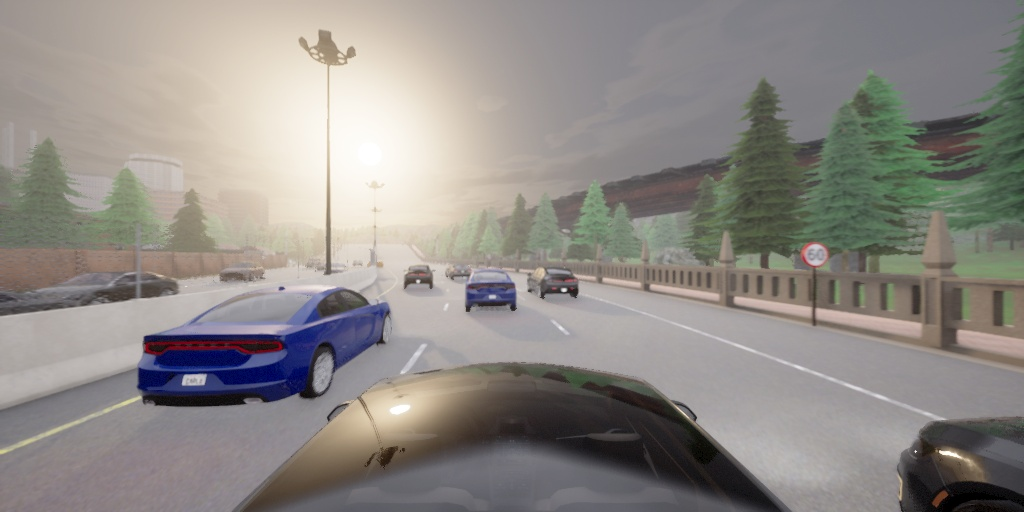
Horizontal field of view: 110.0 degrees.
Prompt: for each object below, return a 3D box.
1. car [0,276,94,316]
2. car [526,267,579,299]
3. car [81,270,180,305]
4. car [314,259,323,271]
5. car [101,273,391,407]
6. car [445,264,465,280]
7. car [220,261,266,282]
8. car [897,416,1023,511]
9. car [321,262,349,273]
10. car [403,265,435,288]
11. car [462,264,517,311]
[{"bbox_3d":[-10.866,1.289,5.991,2.128,1.511,4.902,0,0,-4],"label":"car"},{"bbox_3d":[1.977,1.291,18.565,1.837,1.490,4.892,0,0,-9],"label":"car"},{"bbox_3d":[-15.117,1.322,13.522,2.128,1.511,4.902,0,0,-8],"label":"car"},{"bbox_3d":[-27.692,1.538,53.507,1.994,1.385,4.181,0,0,-20],"label":"car"},{"bbox_3d":[-3.695,1.252,6.517,1.882,1.535,5.008,0,0,-3],"label":"car"},{"bbox_3d":[-4.923,1.393,32.675,2.033,1.411,5.357,0,0,-18],"label":"car"},{"bbox_3d":[-22.862,1.251,30.600,2.097,1.767,4.553,0,0,-19],"label":"car"},{"bbox_3d":[3.440,1.239,0.295,1.837,1.490,4.892,0,0,0],"label":"car"},{"bbox_3d":[-16.979,1.417,34.961,1.812,1.442,4.674,0,0,-20],"label":"car"},{"bbox_3d":[-6.405,1.335,24.686,1.837,1.490,4.892,0,0,-13],"label":"car"},{"bbox_3d":[-0.997,1.264,14.793,1.882,1.535,5.008,0,0,-7],"label":"car"}]
